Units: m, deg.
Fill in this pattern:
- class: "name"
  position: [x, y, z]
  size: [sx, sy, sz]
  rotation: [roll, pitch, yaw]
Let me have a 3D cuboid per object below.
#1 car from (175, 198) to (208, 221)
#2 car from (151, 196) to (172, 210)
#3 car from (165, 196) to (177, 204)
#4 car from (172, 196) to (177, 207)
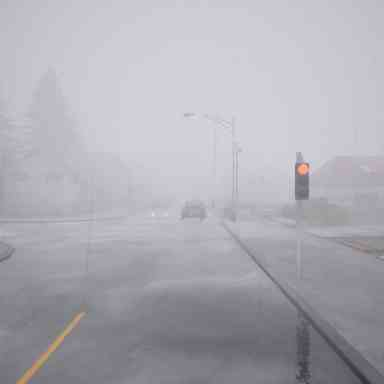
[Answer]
- class: "car"
  position: [0.173, 1.491, 27.304]
  size: [2.128, 1.511, 4.902]
  rotation: [0, 0, 5]
- class: "car"
  position: [-3.971, 1.505, 42.263]
  size: [1.837, 1.490, 4.892]
  rotation: [0, 0, 0]
- class: "car"
  position: [-3.869, 1.477, 62.378]
  size: [1.882, 1.535, 5.008]
  rotation: [0, 0, 1]
- class: "car"
  position: [-3.934, 1.352, 52.306]
  size: [2.097, 1.767, 4.553]
  rotation: [0, 0, 0]
